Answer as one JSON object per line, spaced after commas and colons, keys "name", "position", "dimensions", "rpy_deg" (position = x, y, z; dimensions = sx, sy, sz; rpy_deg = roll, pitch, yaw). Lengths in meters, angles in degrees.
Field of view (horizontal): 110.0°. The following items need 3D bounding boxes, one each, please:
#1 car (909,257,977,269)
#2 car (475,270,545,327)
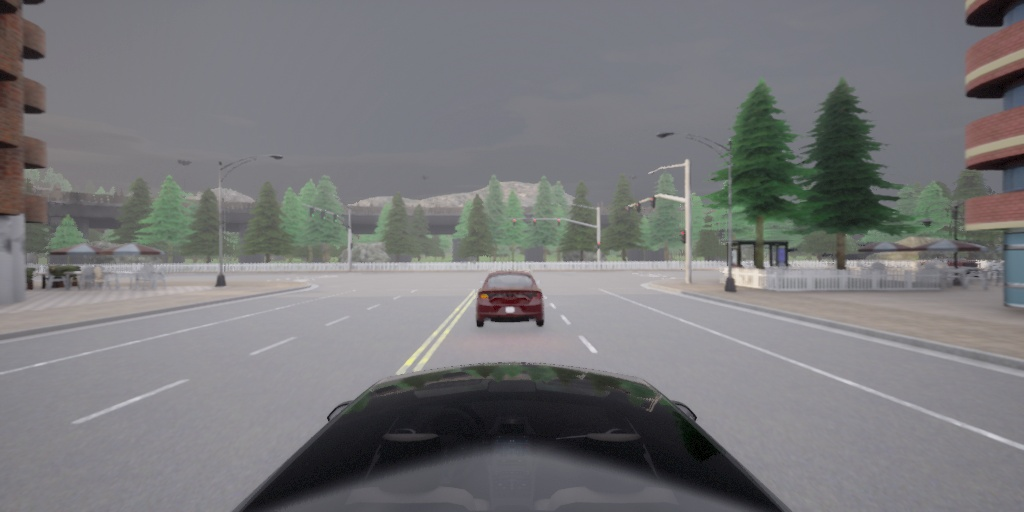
{"name": "car", "position": [45.563, 0.852, 38.068], "dimensions": [5.008, 1.535, 1.882], "rpy_deg": [0, 0, 15]}
{"name": "car", "position": [-0.059, 1.196, 11.485], "dimensions": [1.882, 1.535, 5.008], "rpy_deg": [0, 0, 0]}
